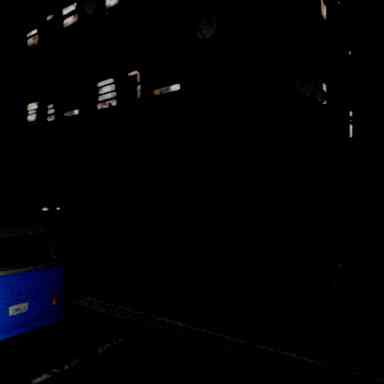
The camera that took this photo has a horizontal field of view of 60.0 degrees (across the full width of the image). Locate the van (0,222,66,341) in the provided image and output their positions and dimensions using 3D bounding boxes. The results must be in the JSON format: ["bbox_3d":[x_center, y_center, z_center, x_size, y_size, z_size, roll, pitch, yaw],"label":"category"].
[{"bbox_3d":[-3.887,1.383,5.654,3.998,1.788,1.690,0,-1,36],"label":"van"}]
